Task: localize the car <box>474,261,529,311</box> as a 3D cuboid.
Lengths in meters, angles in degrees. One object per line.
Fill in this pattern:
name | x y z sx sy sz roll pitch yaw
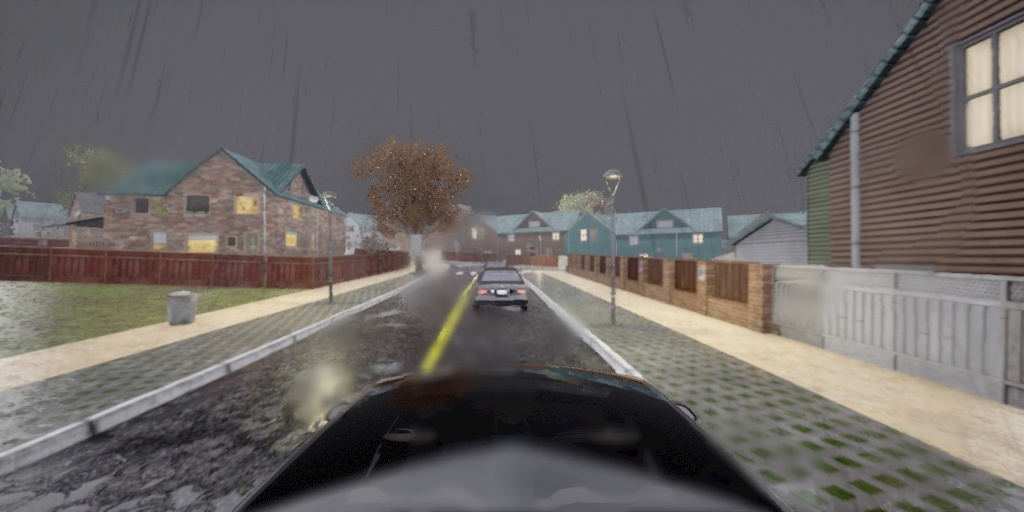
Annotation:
car | -0.440 1.103 13.403 2.033 1.411 5.357 0 1 -3
